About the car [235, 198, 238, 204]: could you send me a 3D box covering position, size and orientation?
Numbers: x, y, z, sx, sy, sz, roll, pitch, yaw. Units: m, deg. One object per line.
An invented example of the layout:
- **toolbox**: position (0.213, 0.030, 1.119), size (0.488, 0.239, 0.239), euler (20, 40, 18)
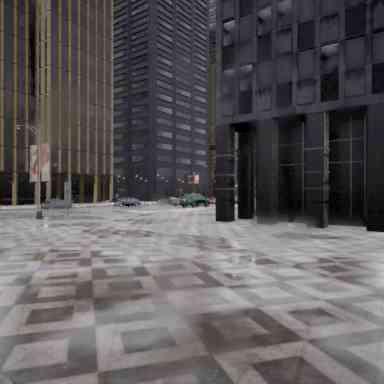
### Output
- **car**: position (6.836, 1.579, 58.369), size (1.837, 1.490, 4.892), euler (0, 0, 37)

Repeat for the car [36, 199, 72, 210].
- **car**: position (-17.492, 1.578, 42.248), size (1.994, 1.385, 4.181), euler (0, 0, 37)

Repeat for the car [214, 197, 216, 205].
- **car**: position (4.480, 1.632, 60.648), size (1.994, 1.385, 4.181), euler (0, 0, 37)

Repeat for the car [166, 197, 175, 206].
- **car**: position (-1.160, 1.602, 53.003), size (2.033, 1.411, 5.357), euler (0, 0, 37)

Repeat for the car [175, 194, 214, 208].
- **car**: position (0.487, 1.280, 49.801), size (2.150, 2.045, 5.566), euler (0, 0, 37)

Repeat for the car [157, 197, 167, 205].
- **car**: position (-4.263, 1.573, 59.818), size (1.812, 1.442, 4.674), euler (0, 0, 37)

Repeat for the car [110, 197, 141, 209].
- **car**: position (-9.500, 1.525, 47.505), size (2.128, 1.511, 4.902), euler (0, 0, 37)
